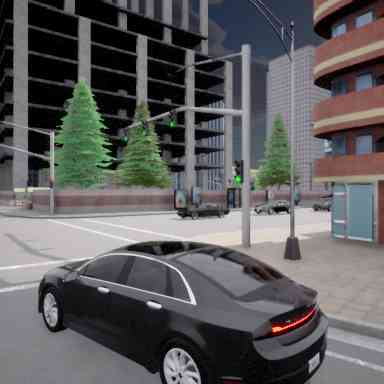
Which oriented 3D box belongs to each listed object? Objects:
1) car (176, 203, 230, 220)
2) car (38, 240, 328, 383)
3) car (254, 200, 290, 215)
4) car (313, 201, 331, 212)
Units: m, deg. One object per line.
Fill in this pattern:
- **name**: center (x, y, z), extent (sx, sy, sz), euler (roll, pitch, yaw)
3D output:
- **car**: center (0.994, 1.656, 29.092), extent (4.718, 1.301, 1.895), euler (0, 0, -36)
- **car**: center (-0.562, 1.505, 5.030), extent (4.892, 1.490, 1.837), euler (0, 0, 41)
- **car**: center (8.582, 1.547, 34.515), extent (4.902, 1.511, 2.128), euler (0, 0, -36)
- **car**: center (16.675, 1.407, 40.274), extent (4.553, 1.767, 2.097), euler (0, 0, -35)
